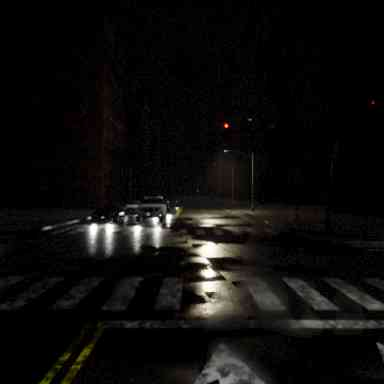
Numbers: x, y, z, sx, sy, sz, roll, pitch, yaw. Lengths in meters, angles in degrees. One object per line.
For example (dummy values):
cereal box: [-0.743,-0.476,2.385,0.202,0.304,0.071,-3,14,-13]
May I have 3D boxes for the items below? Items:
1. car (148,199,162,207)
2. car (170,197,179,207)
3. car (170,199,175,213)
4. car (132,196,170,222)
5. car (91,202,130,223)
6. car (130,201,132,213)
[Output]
car: [-6.605,1.902,59.053,1.994,1.385,4.181,0,0,1]
car: [-3.355,1.690,59.312,2.097,1.767,4.553,0,0,0]
car: [-3.389,1.825,39.961,1.895,1.301,4.718,0,0,0]
car: [-3.381,1.379,28.411,2.150,2.045,5.566,0,0,0]
car: [-6.622,1.712,26.713,1.994,1.385,4.181,0,0,1]
car: [-6.639,1.743,38.672,1.812,1.442,4.674,0,0,0]
